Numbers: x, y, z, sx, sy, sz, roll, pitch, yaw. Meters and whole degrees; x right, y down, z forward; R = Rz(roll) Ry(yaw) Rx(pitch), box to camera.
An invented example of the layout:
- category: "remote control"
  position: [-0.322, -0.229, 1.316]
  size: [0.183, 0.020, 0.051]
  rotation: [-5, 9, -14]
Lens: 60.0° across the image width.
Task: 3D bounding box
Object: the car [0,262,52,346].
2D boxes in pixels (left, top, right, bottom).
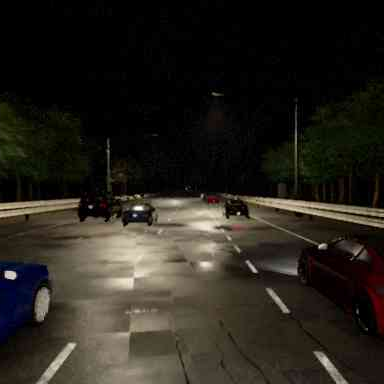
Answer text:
- category: "car"
  position: [-3.400, 1.458, 3.886]
  size: [1.882, 1.535, 5.008]
  rotation: [0, 0, 0]

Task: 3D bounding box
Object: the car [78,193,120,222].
- category: "car"
  position: [-6.891, 1.118, 25.357]
  size: [2.150, 2.045, 5.566]
  rotation: [0, 0, 0]

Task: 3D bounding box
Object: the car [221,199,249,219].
- category: "car"
  position: [3.600, 1.395, 28.054]
  size: [1.837, 1.490, 4.892]
  rotation: [0, 0, 0]

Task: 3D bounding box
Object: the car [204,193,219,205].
- category: "car"
  position: [3.500, 1.286, 55.654]
  size: [1.882, 1.535, 5.008]
  rotation: [0, 0, 0]

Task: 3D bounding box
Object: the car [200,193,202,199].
- category: "car"
  position: [3.500, 1.145, 77.652]
  size: [2.033, 1.649, 4.856]
  rotation: [0, 0, 0]

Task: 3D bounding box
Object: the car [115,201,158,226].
- category: "car"
  position: [-3.401, 1.454, 22.364]
  size: [2.033, 1.411, 5.357]
  rotation: [0, 0, 0]

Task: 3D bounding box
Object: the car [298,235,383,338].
- category: "car"
  position: [3.597, 1.532, 6.565]
  size: [1.994, 1.385, 4.181]
  rotation: [0, 0, 0]

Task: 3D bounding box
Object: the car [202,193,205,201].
- category: "car"
  position: [3.500, 1.269, 66.653]
  size: [1.837, 1.490, 4.892]
  rotation: [0, 0, 0]
